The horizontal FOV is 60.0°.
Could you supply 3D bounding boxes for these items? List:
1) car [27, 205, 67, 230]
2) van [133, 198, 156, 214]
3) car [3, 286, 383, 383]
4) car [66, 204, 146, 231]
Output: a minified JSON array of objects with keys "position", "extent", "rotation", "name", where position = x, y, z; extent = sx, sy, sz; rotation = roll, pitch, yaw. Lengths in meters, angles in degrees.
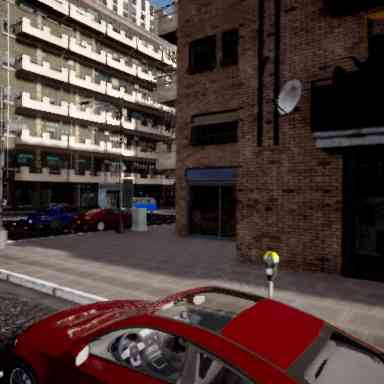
[{"position":[-8.389,1.619,21.970],"extent":[1.812,1.442,4.674],"rotation":[1,0,36],"name":"car"},{"position":[-5.595,1.497,35.627],"extent":[1.690,1.788,3.998],"rotation":[0,-1,36],"name":"van"},{"position":[-0.022,1.575,3.015],"extent":[4.206,1.307,1.802],"rotation":[0,1,36],"name":"car"},{"position":[-5.411,1.683,21.508],"extent":[1.887,1.381,4.507],"rotation":[0,-1,36],"name":"car"}]
